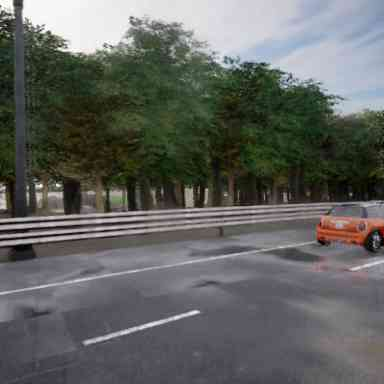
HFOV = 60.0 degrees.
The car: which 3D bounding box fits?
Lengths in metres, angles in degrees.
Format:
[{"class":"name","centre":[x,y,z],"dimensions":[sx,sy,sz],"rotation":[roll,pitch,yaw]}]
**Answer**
[{"class":"car","centre":[7.011,1.210,13.119],"dimensions":[4.553,1.767,2.097],"rotation":[0,0,-35]}]
